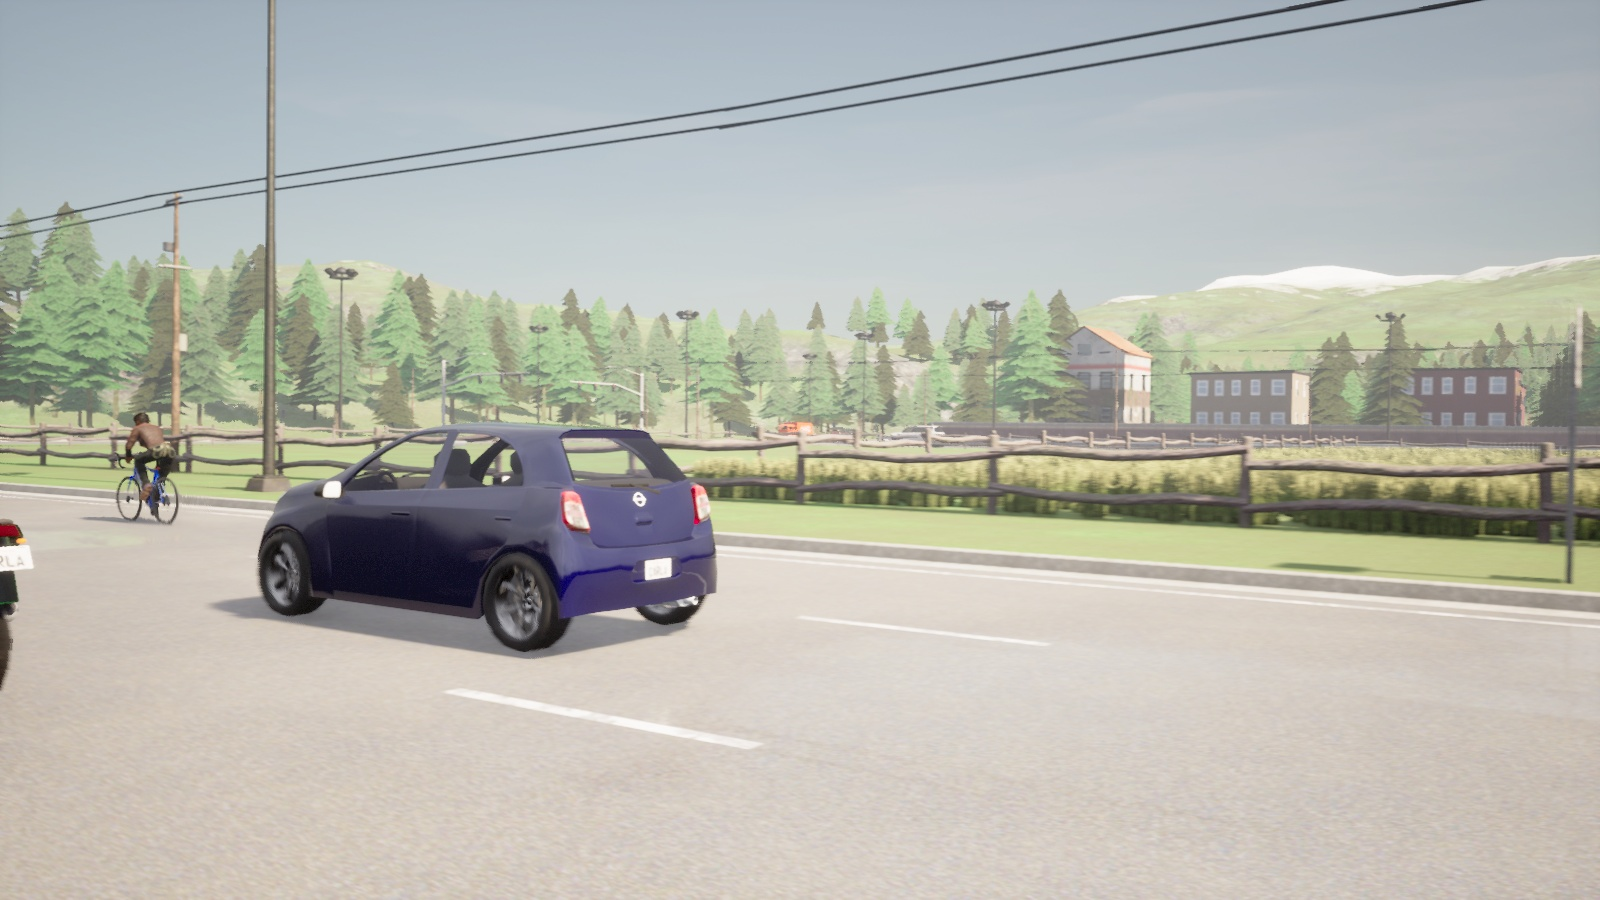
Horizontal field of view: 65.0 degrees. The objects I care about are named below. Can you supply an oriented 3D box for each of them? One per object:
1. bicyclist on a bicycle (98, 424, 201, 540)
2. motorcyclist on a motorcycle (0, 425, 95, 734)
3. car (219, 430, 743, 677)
[{"bbox_3d":[-9.517,0.446,18.345,1.656,1.620,0.582,0,1,34],"label":"bicyclist on a bicycle"},{"bbox_3d":[-4.765,0.633,6.787,2.044,1.523,0.797,0,1,34],"label":"motorcyclist on a motorcycle"},{"bbox_3d":[-2.444,0.610,9.448,3.633,1.501,1.845,0,1,34],"label":"car"}]
